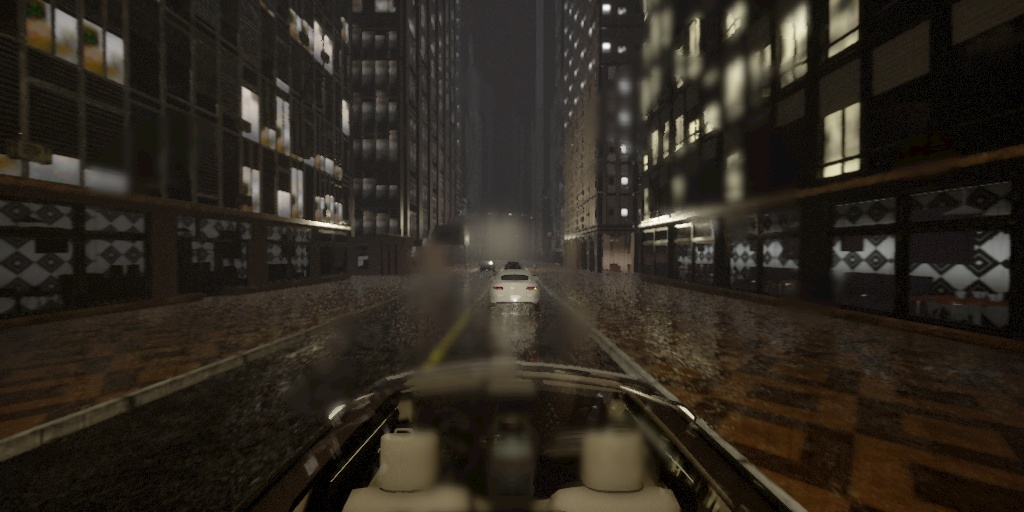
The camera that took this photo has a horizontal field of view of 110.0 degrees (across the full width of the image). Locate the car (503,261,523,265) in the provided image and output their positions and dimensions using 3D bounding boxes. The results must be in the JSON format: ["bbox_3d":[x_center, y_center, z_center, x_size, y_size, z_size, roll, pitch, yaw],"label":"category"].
[{"bbox_3d":[0.086,1.252,36.863,1.837,1.490,4.892,0,1,0],"label":"car"}]

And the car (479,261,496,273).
[{"bbox_3d":[-2.994,1.296,44.951,2.033,1.411,5.357,0,0,0],"label":"car"}]

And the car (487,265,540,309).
[{"bbox_3d":[0.103,1.271,14.689,1.812,1.442,4.674,0,0,0],"label":"car"}]
